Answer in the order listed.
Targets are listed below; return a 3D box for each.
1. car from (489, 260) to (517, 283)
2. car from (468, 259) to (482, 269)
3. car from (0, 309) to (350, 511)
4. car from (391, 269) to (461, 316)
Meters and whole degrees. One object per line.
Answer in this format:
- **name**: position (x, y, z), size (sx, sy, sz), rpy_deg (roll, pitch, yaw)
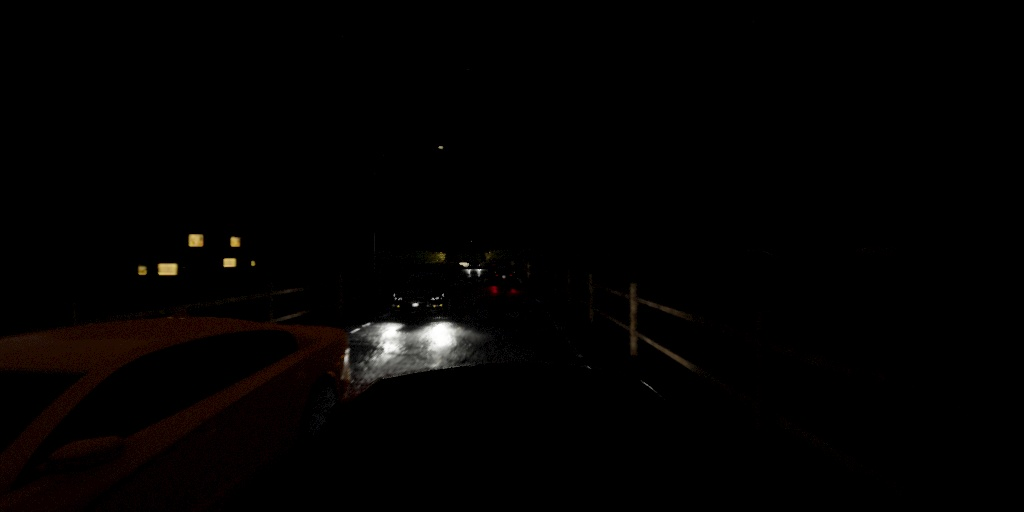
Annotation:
- **car**: position (-0.675, 1.283, 27.610), size (1.812, 1.442, 4.674), rpy_deg (0, 0, -3)
- **car**: position (-5.935, 1.323, 56.987), size (1.837, 1.490, 4.892), rpy_deg (0, 0, -6)
- **car**: position (-2.879, 1.233, 2.296), size (1.882, 1.535, 5.008), rpy_deg (0, 0, 0)
- **car**: position (-3.037, 1.261, 13.478), size (1.837, 1.490, 4.892), rpy_deg (0, 0, -1)
